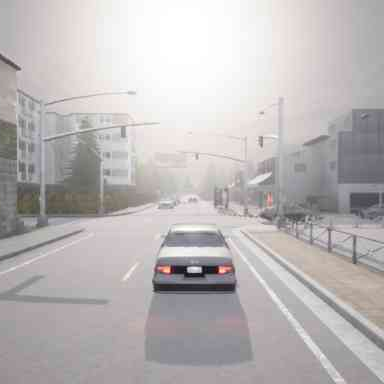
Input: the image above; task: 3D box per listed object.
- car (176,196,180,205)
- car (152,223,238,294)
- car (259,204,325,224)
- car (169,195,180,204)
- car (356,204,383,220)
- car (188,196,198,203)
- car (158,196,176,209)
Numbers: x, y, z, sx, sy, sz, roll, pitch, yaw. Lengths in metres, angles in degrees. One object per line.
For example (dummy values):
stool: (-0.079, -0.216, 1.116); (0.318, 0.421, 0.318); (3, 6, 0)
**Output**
car: (-3.508, 1.503, 55.834); (1.837, 1.490, 4.892); (0, 0, 0)
car: (0.072, 1.547, 8.922); (2.033, 1.411, 5.357); (0, 0, 1)
car: (7.629, 1.672, 25.589); (4.902, 1.511, 2.128); (0, 0, 0)
car: (-3.440, 1.476, 65.975); (1.882, 1.535, 5.008); (0, 0, 0)
car: (16.756, 1.739, 29.296); (4.181, 1.385, 1.994); (0, 0, 0)
car: (0.197, 1.524, 68.808); (1.812, 1.442, 4.674); (0, 0, 0)
car: (-3.534, 1.525, 45.830); (1.812, 1.442, 4.674); (0, 0, 0)
